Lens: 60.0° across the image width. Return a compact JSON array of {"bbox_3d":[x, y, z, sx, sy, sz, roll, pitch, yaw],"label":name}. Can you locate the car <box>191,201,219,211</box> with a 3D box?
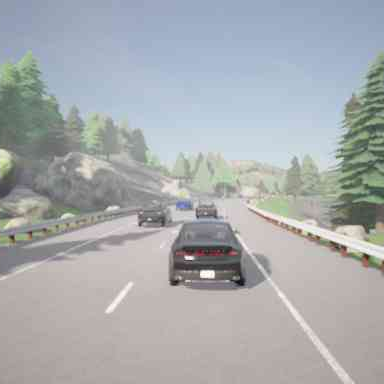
[{"bbox_3d":[1.309,1.555,29.567,2.128,1.511,4.902,0,0,4],"label":"car"}]

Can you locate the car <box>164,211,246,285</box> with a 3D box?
[{"bbox_3d":[0.413,1.526,9.571,1.837,1.490,4.892,0,0,2],"label":"car"}]

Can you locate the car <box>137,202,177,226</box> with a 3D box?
[{"bbox_3d":[-2.580,1.555,23.660,2.128,1.511,4.902,0,0,3],"label":"car"}]

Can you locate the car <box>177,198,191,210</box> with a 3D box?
[{"bbox_3d":[-0.897,1.582,44.158,1.882,1.535,5.008,0,0,7],"label":"car"}]
